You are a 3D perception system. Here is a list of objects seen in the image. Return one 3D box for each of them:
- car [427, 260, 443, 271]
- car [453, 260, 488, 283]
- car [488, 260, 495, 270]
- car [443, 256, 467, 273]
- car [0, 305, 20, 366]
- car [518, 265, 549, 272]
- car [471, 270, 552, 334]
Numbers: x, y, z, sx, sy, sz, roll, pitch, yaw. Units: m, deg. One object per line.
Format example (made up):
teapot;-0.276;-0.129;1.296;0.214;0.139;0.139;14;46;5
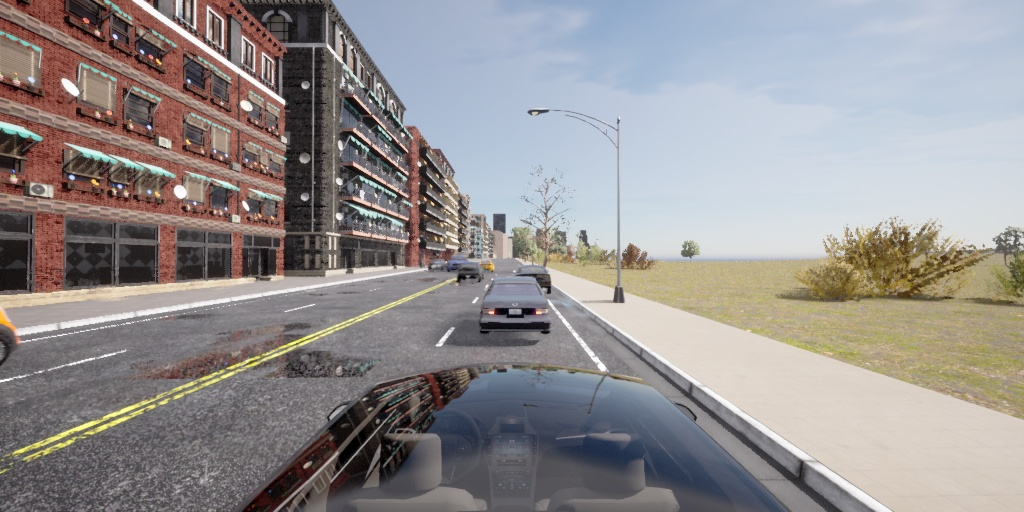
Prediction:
car;-9.916;1.242;47.761;2.128;1.511;4.902;0;0;0
car;-3.191;1.256;28.448;1.837;1.490;4.892;0;0;0
car;-3.214;1.229;44.937;1.882;1.535;5.008;0;0;0
car;-6.662;0.973;44.349;2.150;2.045;5.566;0;0;0
car;-9.855;1.102;4.359;2.097;1.767;4.553;0;0;0
car;1.109;1.230;20.361;1.882;1.535;5.008;0;0;0
car;0.089;1.299;10.597;2.033;1.411;5.357;0;0;0
